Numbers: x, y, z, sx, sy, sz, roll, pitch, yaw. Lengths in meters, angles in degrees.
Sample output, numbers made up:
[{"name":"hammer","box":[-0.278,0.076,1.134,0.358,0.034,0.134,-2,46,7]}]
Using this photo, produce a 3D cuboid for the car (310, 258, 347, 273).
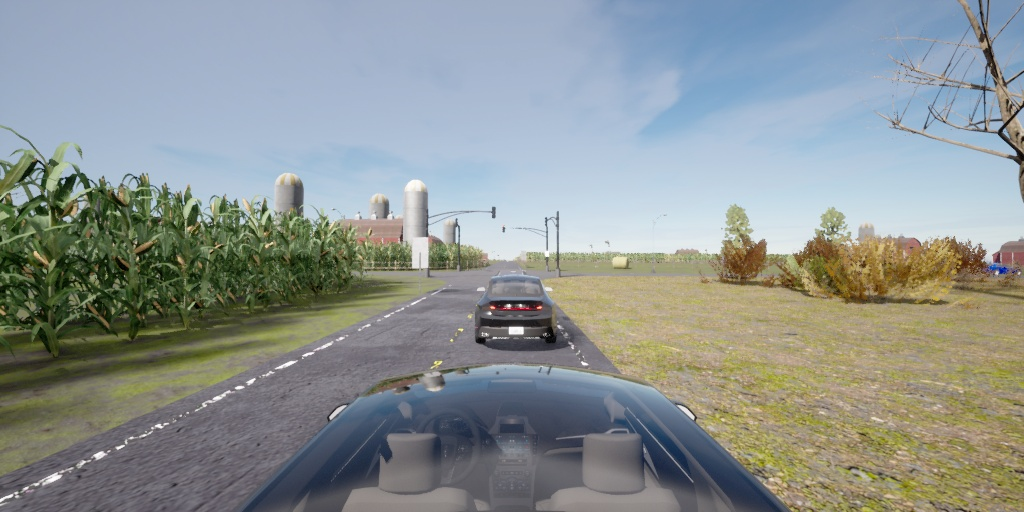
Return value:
[{"name":"car","box":[-19.826,0.930,37.643,4.553,1.767,2.097,0,-1,-3]}]

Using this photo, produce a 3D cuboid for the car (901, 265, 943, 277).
[{"name":"car","box":[48.561,1.768,42.517,4.181,1.385,1.994,1,-1,-5]}]

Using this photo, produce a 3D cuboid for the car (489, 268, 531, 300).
[{"name":"car","box":[0.034,1.360,18.807,1.895,1.301,4.718,0,0,4]}]

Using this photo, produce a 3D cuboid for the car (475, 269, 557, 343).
[{"name":"car","box":[0.080,1.259,9.656,1.837,1.490,4.892,0,0,0]}]
